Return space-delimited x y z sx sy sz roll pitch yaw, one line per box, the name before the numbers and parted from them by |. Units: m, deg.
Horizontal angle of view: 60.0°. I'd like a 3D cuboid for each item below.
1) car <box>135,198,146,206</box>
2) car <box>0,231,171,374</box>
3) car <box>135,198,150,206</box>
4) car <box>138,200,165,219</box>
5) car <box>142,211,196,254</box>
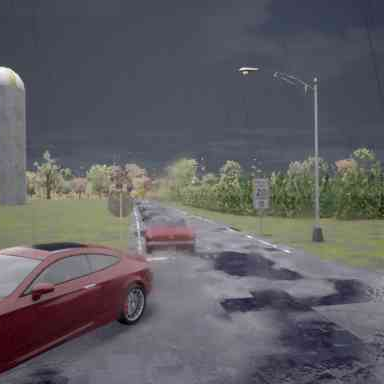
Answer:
car | -9.680 1.849 62.410 1.994 1.385 4.181 -1 0 -11
car | -2.392 1.557 5.059 1.812 1.442 4.674 0 -1 29
car | -5.832 1.685 42.201 2.128 1.511 4.902 -1 0 -11
car | -3.224 1.693 27.914 1.994 1.385 4.181 -1 0 -10
car | -0.947 1.672 13.815 1.895 1.301 4.718 -1 0 -6
